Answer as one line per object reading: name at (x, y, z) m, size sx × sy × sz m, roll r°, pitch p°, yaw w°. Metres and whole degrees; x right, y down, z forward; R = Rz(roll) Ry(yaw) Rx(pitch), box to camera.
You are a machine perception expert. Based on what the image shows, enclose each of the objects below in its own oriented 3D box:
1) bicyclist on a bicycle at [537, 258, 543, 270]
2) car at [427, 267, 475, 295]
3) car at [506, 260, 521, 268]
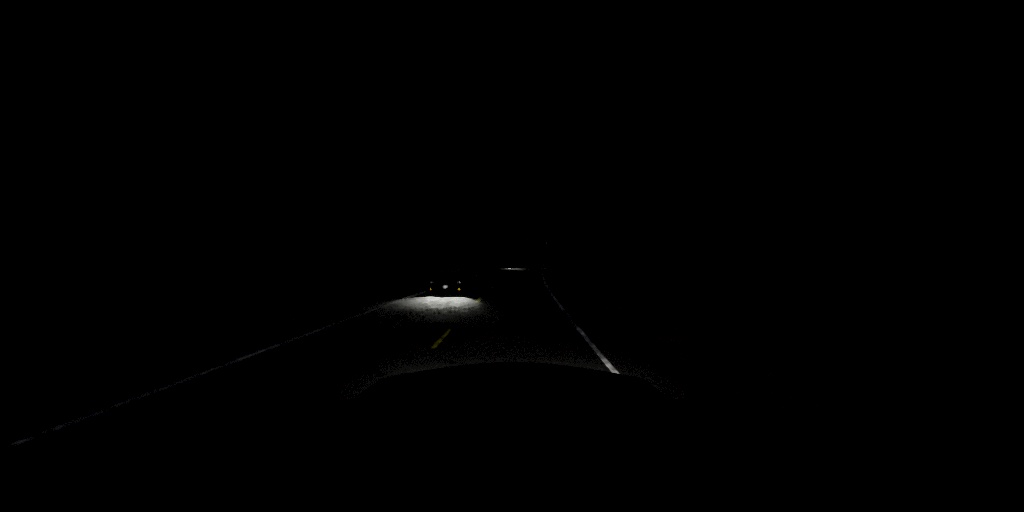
bicyclist on a bicycle at (3.903, 1.254, 52.435) m, size 0.582 × 1.620 × 1.656 m, roll 0°, pitch 0°, yaw 7°
car at (-3.198, 1.310, 19.523) m, size 1.994 × 1.385 × 4.181 m, roll 0°, pitch 0°, yaw 2°
car at (0.300, 1.346, 59.947) m, size 1.994 × 1.385 × 4.181 m, roll 0°, pitch 0°, yaw 8°
